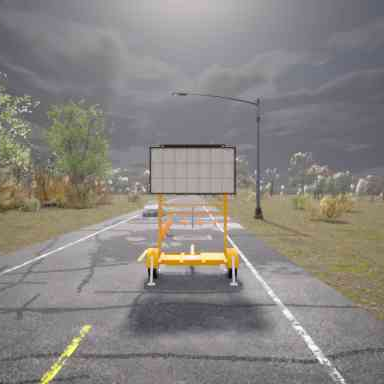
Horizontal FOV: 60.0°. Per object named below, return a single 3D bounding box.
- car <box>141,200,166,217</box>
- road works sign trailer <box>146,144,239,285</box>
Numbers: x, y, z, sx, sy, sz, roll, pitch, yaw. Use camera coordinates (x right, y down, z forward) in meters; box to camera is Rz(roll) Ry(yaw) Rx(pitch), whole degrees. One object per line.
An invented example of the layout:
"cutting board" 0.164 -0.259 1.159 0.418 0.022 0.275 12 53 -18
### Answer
"car" -3.551 1.538 31.746 1.812 1.442 4.674 0 0 0
"road works sign trailer" 0.017 0.466 9.436 2.380 3.560 2.880 0 0 0
